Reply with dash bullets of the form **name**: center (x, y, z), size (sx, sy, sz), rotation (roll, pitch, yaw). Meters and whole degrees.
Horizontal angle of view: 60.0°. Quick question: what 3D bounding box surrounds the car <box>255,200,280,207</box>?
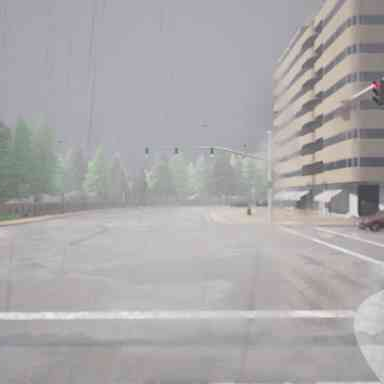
- **car**: center (14.599, 2.332, 65.941), size (4.674, 1.442, 1.812), rotation (0, -1, -34)

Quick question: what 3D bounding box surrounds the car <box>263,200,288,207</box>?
- **car**: center (17.944, 2.403, 71.803), size (4.902, 1.511, 2.128), rotation (0, -1, -23)

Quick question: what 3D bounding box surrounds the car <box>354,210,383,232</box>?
- **car**: center (13.311, 1.852, 22.203), size (4.674, 1.442, 1.812), rotation (0, -1, -1)

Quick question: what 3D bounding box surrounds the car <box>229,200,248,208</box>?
- **car**: center (9.378, 2.298, 65.865), size (4.902, 1.511, 2.128), rotation (1, -1, -42)
